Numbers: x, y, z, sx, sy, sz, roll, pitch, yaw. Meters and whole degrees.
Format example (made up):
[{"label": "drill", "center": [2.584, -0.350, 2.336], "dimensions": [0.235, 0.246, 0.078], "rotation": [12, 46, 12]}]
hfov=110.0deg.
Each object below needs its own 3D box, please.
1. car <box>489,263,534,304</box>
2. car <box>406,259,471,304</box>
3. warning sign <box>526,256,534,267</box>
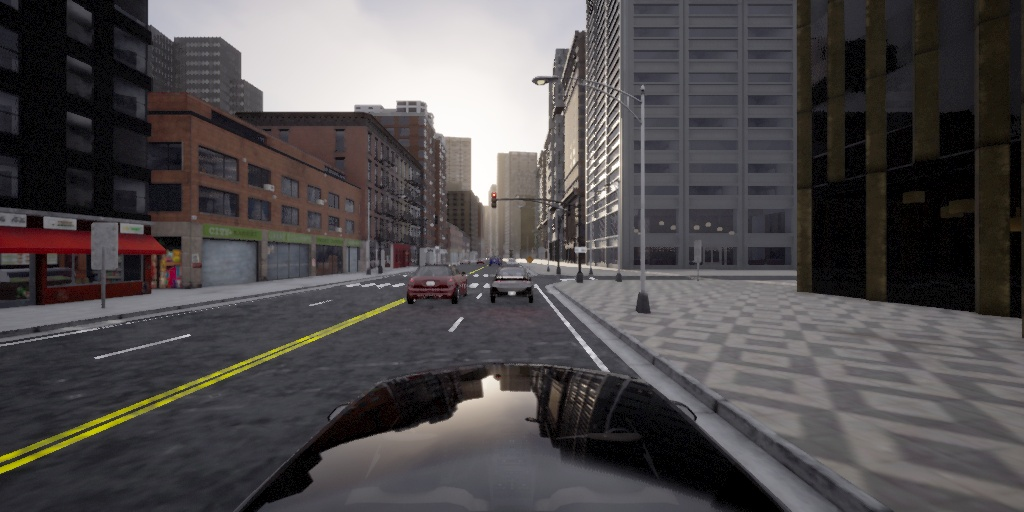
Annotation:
[{"label": "car", "center": [-0.001, 1.246, 16.500], "dimensions": [2.128, 1.511, 4.902], "rotation": [0, 0, 0]}, {"label": "car", "center": [-3.250, 1.117, 16.470], "dimensions": [2.097, 1.767, 4.553], "rotation": [0, 0, 0]}, {"label": "warning sign", "center": [2.850, 0.849, 57.237], "dimensions": [1.300, 1.860, 1.060], "rotation": [0, 0, 0]}]
